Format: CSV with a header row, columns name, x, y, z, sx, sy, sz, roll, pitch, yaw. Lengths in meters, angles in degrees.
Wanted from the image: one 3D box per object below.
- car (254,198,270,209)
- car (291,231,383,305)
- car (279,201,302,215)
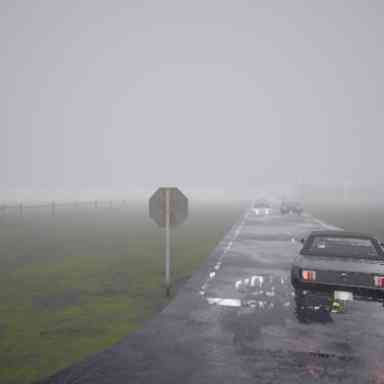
name,x,y,z,sx,sy,sz,roll,pitch,yaw
car,9.670,1.542,46.067,1.994,1.385,4.181,0,0,12
car,3.634,1.595,8.103,1.895,1.301,4.718,0,0,23
car,9.878,1.590,33.626,1.895,1.301,4.718,0,0,12
